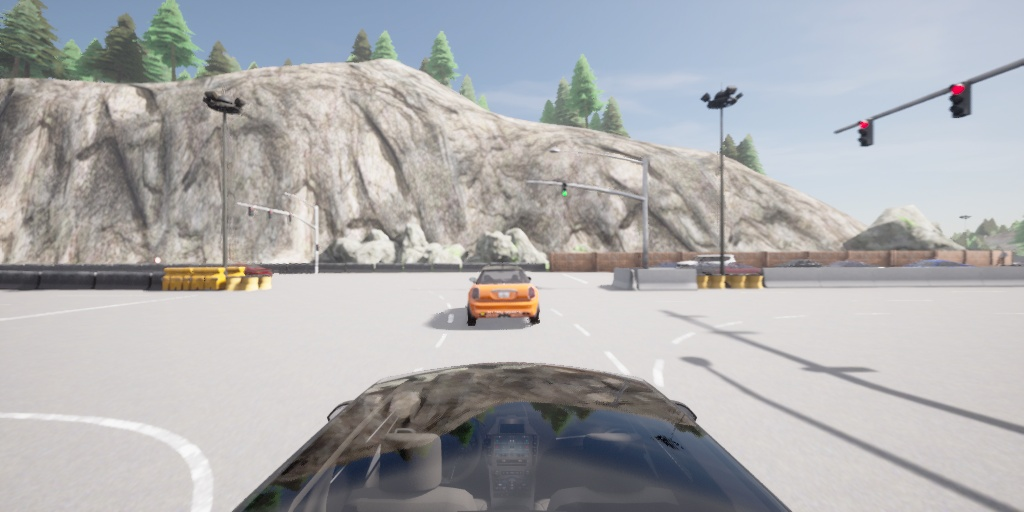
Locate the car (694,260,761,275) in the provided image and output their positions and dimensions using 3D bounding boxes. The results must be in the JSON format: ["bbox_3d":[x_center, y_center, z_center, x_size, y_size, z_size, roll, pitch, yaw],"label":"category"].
[{"bbox_3d":[16.886,1.225,27.741,4.181,1.385,1.994,-1,0,0],"label":"car"}]

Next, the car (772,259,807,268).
[{"bbox_3d":[30.405,1.106,38.244,4.892,1.490,1.837,0,0,0],"label":"car"}]

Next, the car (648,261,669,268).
[{"bbox_3d":[16.513,1.229,38.235,4.181,1.385,1.994,0,0,0],"label":"car"}]

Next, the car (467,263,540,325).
[{"bbox_3d":[-0.370,1.102,12.082,2.097,1.767,4.553,0,0,-4],"label":"car"}]

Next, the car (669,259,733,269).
[{"bbox_3d":[16.457,1.229,31.240,4.181,1.385,1.994,0,0,0],"label":"car"}]

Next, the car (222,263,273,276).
[{"bbox_3d":[-21.336,1.315,27.701,5.008,1.535,1.882,0,0,0],"label":"car"}]

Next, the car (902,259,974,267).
[{"bbox_3d":[32.556,1.069,27.765,5.008,1.535,1.882,0,0,0],"label":"car"}]

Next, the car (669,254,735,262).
[{"bbox_3d":[18.750,0.876,34.741,5.566,2.045,2.150,0,0,0],"label":"car"}]

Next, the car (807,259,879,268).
[{"bbox_3d":[32.331,1.140,34.747,5.357,1.411,2.033,0,0,0],"label":"car"}]

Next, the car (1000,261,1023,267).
[{"bbox_3d":[51.008,1.107,35.247,4.718,1.301,1.895,0,0,-7],"label":"car"}]
